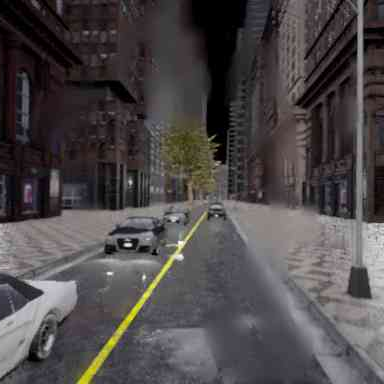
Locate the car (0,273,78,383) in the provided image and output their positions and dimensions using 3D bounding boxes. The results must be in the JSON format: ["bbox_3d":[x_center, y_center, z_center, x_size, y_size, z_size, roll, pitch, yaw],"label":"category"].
[{"bbox_3d":[-2.960,1.609,3.267,1.895,1.301,4.718,1,-1,4],"label":"car"}]

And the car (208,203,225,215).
[{"bbox_3d":[3.247,2.215,44.191,2.033,1.411,5.357,1,-1,5],"label":"car"}]

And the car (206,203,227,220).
[{"bbox_3d":[2.493,2.004,33.540,1.837,1.490,4.892,1,-1,4],"label":"car"}]

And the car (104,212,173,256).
[{"bbox_3d":[-2.162,1.729,13.849,1.994,1.385,4.181,1,-1,4],"label":"car"}]

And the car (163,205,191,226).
[{"bbox_3d":[-1.164,1.844,26.794,2.128,1.511,4.902,1,0,4],"label":"car"}]
